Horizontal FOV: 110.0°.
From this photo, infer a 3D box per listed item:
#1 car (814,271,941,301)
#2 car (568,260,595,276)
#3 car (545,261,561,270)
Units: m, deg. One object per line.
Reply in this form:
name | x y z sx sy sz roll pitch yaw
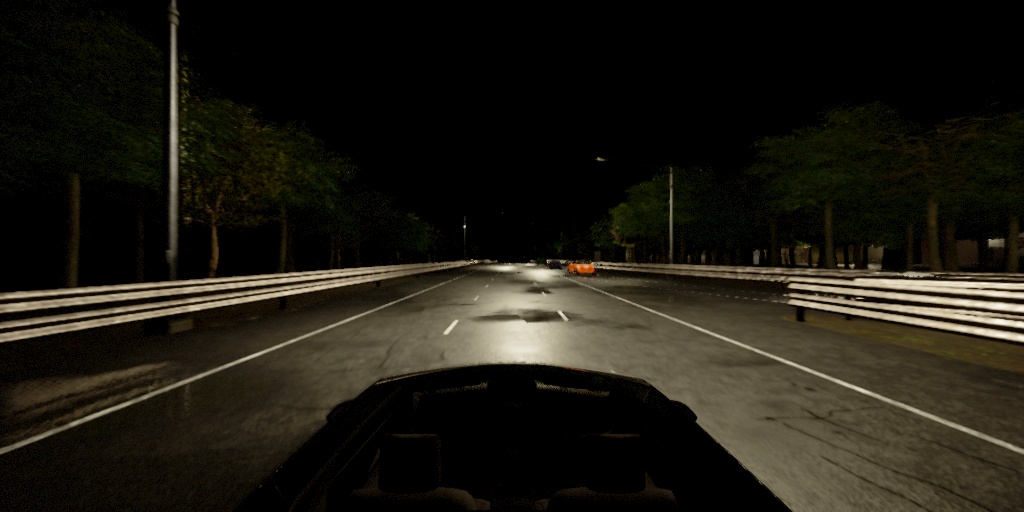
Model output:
car | 14.873 1.330 14.189 1.812 1.442 4.674 0 -1 -22
car | 7.828 1.250 40.934 2.097 1.767 4.553 0 0 -6
car | 6.927 1.491 58.078 2.033 1.411 5.357 0 0 3
